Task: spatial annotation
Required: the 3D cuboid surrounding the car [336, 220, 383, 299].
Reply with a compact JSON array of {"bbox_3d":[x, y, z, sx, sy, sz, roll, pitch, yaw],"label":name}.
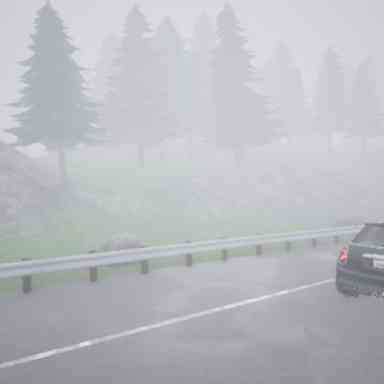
[{"bbox_3d":[5.228,1.346,7.272,4.553,1.767,2.097,0,0,-34],"label":"car"}]
